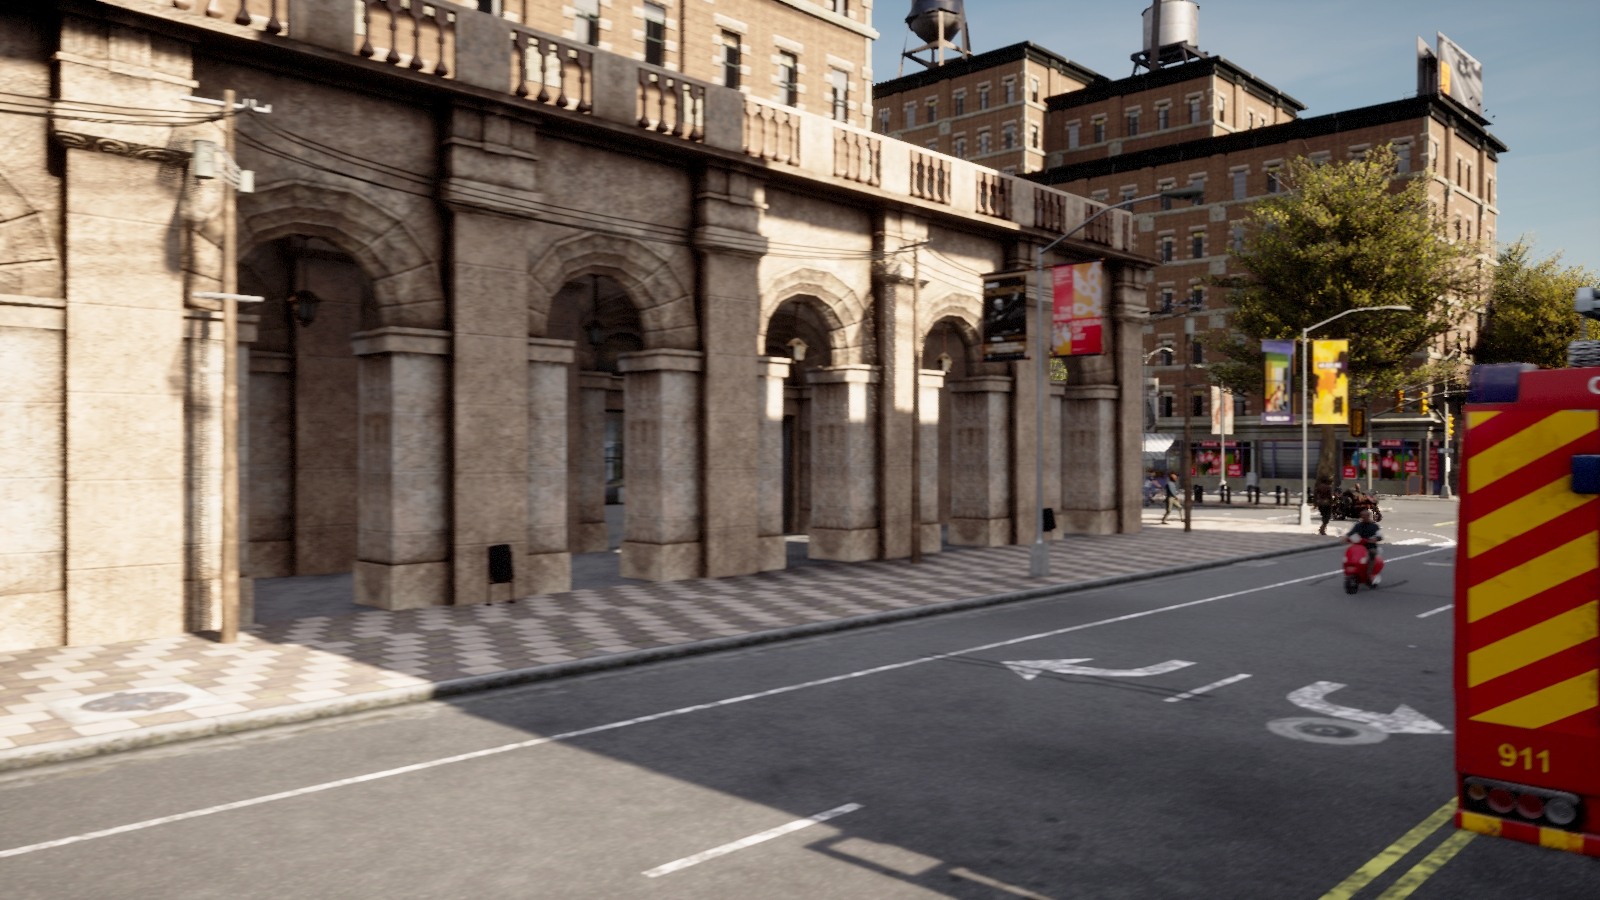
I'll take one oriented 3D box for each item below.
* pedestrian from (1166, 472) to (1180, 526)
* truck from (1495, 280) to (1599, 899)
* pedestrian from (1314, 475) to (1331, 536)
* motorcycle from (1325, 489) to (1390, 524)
[{"bbox_3d":[12.963,1.693,39.711,0.375,1.860,0.375,0,0,40],"label":"pedestrian"},{"bbox_3d":[8.396,0.891,9.256,2.891,3.827,8.468,0,0,44],"label":"truck"},{"bbox_3d":[16.005,1.694,35.009,0.375,1.860,0.375,0,0,-45],"label":"pedestrian"},{"bbox_3d":[21.727,2.203,44.586,0.867,1.251,2.209,-1,0,-27],"label":"motorcycle"}]
